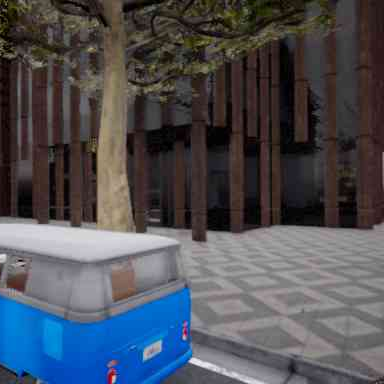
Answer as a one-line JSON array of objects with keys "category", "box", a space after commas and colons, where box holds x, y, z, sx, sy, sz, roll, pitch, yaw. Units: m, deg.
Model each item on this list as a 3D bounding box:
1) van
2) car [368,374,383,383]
[{"category": "van", "box": [-1.907, 1.377, 4.443, 3.998, 1.788, 1.690, -1, 0, 36]}, {"category": "car", "box": [2.683, 1.426, 1.165, 4.097, 1.590, 1.967, -1, 0, 36]}]
